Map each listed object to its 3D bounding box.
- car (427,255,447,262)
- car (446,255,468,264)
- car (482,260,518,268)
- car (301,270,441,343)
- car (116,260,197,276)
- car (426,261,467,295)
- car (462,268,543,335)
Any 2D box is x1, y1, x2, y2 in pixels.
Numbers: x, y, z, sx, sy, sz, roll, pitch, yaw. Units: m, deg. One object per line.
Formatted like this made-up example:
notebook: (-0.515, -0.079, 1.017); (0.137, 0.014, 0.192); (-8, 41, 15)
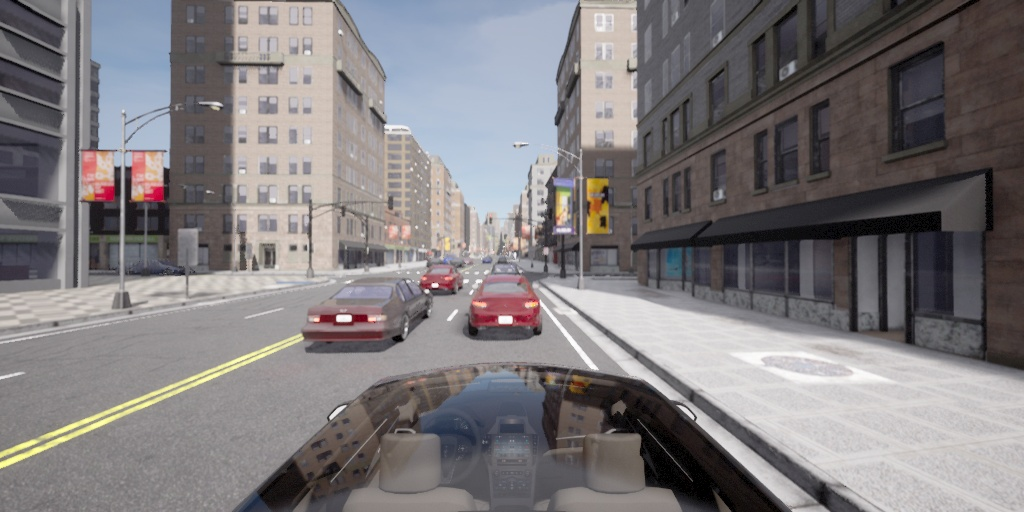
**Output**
car: (-11.269, 1.008, 52.505); (1.882, 1.535, 5.008); (0, 0, -1)
car: (-8.024, 1.007, 52.635); (1.882, 1.535, 5.008); (0, 0, -1)
car: (-0.427, 1.173, 19.352); (2.128, 1.511, 4.902); (0, 0, -3)
car: (-3.419, 1.268, 9.584); (2.033, 1.411, 5.357); (0, 0, -2)
car: (-30.246, 1.056, 30.594); (5.357, 1.411, 2.033); (0, 0, -2)
car: (-3.682, 1.208, 19.171); (1.812, 1.442, 4.674); (0, 0, -2)
car: (-0.190, 1.244, 10.268); (1.812, 1.442, 4.674); (0, 0, -1)
